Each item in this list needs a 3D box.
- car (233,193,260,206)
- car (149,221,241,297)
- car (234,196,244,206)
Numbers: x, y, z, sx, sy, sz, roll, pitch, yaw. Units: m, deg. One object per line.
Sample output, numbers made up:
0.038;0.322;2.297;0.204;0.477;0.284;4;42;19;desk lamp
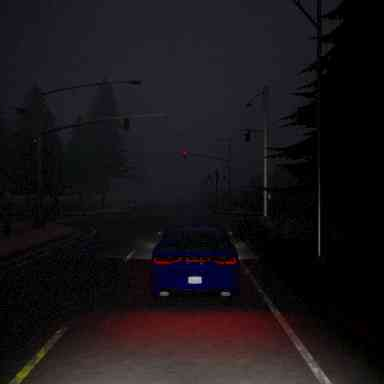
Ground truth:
8.546;1.146;52.089;3.866;1.878;1.905;0;0;0;car
0.079;1.478;8.626;1.882;1.535;5.008;0;0;1;car
8.956;1.144;49.578;4.605;1.855;1.932;0;0;0;car
